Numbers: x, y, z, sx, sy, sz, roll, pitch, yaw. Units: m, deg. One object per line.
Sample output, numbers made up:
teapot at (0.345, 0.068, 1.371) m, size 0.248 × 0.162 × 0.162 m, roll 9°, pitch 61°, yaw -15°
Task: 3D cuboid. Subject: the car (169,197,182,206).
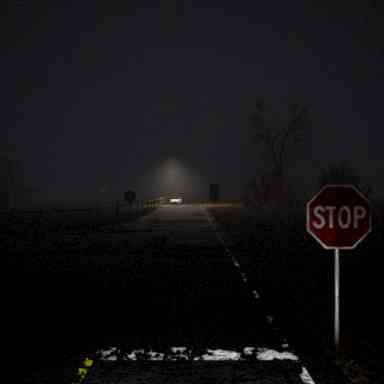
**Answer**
car at (-2.682, 1.498, 55.332) m, size 1.812 × 1.442 × 4.674 m, roll 0°, pitch 0°, yaw 0°
